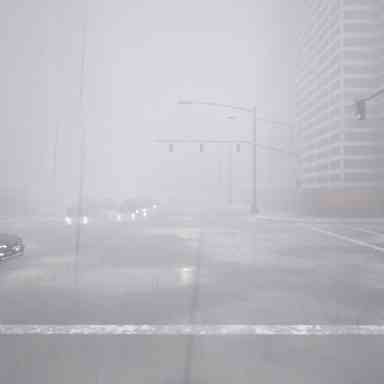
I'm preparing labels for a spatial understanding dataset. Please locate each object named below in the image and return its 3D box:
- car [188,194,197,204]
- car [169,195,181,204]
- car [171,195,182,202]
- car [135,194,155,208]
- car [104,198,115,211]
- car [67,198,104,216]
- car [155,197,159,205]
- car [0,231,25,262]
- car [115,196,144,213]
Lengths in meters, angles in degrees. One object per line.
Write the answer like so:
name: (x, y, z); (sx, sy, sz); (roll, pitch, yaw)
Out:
car: (0.093, 1.547, 64.122); (2.033, 1.411, 5.357); (0, 0, 0)
car: (-3.407, 1.491, 64.127); (2.128, 1.511, 4.902); (0, 0, 0)
car: (-3.392, 1.354, 74.412); (2.128, 1.511, 4.902); (0, 0, 0)
car: (-7.027, 1.491, 48.218); (2.128, 1.511, 4.902); (0, 0, 0)
car: (-10.537, 1.478, 41.884); (1.882, 1.535, 5.008); (0, 0, 0)
car: (-10.590, 1.352, 32.752); (2.097, 1.767, 4.553); (0, 0, 1)
car: (-6.995, 1.601, 58.542); (1.895, 1.301, 4.718); (0, 0, 0)
car: (-7.761, 1.505, 10.198); (4.892, 1.490, 1.837); (0, 0, 0)
car: (-7.045, 1.505, 37.868); (1.837, 1.490, 4.892); (0, 0, 0)
